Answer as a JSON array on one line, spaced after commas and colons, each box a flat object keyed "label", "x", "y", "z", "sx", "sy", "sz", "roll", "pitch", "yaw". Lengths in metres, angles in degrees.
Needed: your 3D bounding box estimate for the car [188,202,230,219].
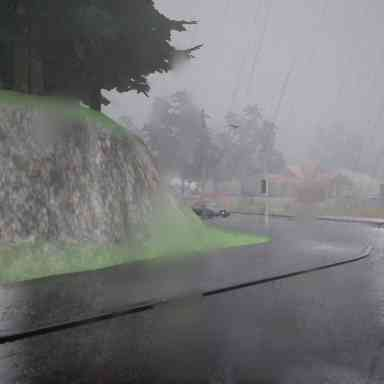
[{"label": "car", "x": 1.422, "y": 1.564, "z": 29.400, "sx": 1.994, "sy": 1.385, "sz": 4.181, "roll": 0, "pitch": 0, "yaw": -35}]
